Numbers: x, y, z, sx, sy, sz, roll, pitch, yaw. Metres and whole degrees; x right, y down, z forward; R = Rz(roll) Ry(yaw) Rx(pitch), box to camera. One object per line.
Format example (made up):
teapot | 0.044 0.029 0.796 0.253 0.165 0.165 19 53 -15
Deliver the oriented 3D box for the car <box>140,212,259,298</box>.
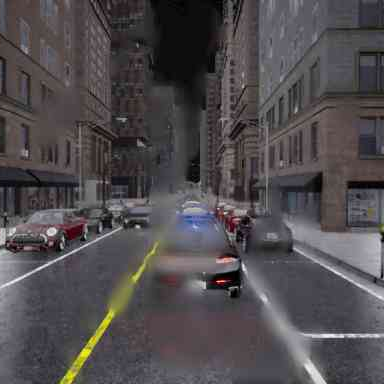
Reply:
car | 0.128 1.490 8.486 2.128 1.511 4.902 0 0 0

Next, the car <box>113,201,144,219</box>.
car | -5.668 1.545 30.098 1.887 1.381 4.507 -1 0 0

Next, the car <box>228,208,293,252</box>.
car | 2.799 1.565 13.552 1.947 1.339 4.313 -1 0 0

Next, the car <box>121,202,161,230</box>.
car | -2.986 1.547 21.115 2.033 1.411 5.357 0 0 1

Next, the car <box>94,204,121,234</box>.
car | -5.707 1.565 19.087 1.947 1.339 4.313 -1 0 0

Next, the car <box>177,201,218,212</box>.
car | 0.163 1.476 17.991 1.882 1.535 5.008 0 0 0

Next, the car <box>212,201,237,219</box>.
car | 2.857 1.545 30.067 1.887 1.381 4.507 -1 0 0

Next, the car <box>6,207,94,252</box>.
car | -5.728 1.439 13.582 1.967 1.590 4.097 -1 0 0

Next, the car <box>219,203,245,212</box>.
car | 2.818 1.544 19.056 1.887 1.381 4.507 -1 0 0

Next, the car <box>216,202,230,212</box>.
car | 2.838 1.544 24.562 1.887 1.381 4.507 -1 0 0
